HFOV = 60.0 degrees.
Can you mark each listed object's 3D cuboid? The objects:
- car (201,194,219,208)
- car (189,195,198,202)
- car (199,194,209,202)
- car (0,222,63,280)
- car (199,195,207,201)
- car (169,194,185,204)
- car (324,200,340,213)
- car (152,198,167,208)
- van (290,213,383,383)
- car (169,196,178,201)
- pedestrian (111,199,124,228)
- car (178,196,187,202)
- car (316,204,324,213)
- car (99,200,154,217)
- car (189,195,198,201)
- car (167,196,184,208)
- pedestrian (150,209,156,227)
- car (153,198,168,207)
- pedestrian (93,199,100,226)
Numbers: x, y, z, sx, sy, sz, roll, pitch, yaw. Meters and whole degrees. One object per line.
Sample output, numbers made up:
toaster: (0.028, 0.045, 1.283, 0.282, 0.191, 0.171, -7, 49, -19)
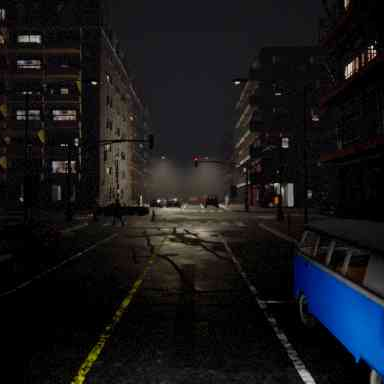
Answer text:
car: (2.802, 1.355, 48.058, 2.192, 1.841, 5.009, 1, 0, 0)
car: (0.353, 1.583, 77.653, 1.882, 1.535, 5.008, 0, 0, 0)
car: (2.950, 1.448, 81.416, 2.192, 1.841, 5.009, 1, 0, 0)
car: (-5.257, 1.588, 9.968, 1.802, 1.307, 4.206, 1, 0, 0)
car: (2.973, 1.605, 86.980, 1.967, 1.590, 4.097, 1, 0, 0)
car: (-2.574, 1.556, 57.184, 1.837, 1.490, 4.892, 0, 0, 0)
car: (13.868, 1.454, 27.726, 4.403, 1.369, 2.008, 0, -1, 0)
car: (-5.083, 1.606, 48.048, 1.947, 1.339, 4.313, 1, 0, 0)
van: (2.569, 1.343, 4.346, 1.690, 1.788, 3.998, 1, 0, 0)
car: (-4.908, 1.715, 86.980, 2.008, 1.369, 4.403, 1, 0, 0)
pedestrian: (-4.700, 1.310, 21.117, 0.375, 1.860, 0.375, 1, -1, 0)
car: (-2.380, 1.655, 81.646, 2.033, 1.411, 5.357, 0, 0, 0)
car: (14.999, 1.494, 33.135, 5.008, 1.535, 1.882, 0, -1, 1)
car: (-6.176, 1.613, 30.332, 4.718, 1.301, 1.895, 0, -1, 0)
car: (0.400, 1.527, 88.078, 2.128, 1.511, 4.902, 0, 0, 0)
car: (-2.623, 1.604, 48.305, 1.994, 1.385, 4.181, 0, 0, 1)
pedestrian: (-2.488, 1.691, 21.696, 0.500, 1.100, 0.500, 1, -1, 0)
car: (-5.058, 1.612, 53.609, 1.947, 1.339, 4.313, 1, 0, 0)
pedestrian: (-6.346, 1.311, 22.324, 0.375, 1.860, 0.375, 1, -1, 0)
